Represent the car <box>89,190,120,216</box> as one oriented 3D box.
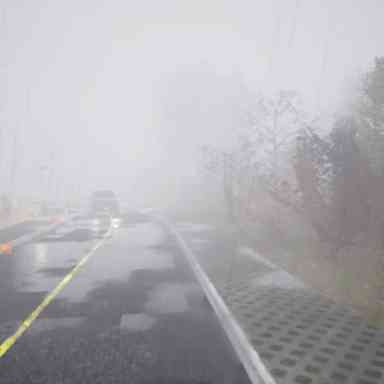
[{"bbox_3d":[-7.480,0.845,28.079,2.150,2.045,5.566,0,1,-20],"label":"car"}]
